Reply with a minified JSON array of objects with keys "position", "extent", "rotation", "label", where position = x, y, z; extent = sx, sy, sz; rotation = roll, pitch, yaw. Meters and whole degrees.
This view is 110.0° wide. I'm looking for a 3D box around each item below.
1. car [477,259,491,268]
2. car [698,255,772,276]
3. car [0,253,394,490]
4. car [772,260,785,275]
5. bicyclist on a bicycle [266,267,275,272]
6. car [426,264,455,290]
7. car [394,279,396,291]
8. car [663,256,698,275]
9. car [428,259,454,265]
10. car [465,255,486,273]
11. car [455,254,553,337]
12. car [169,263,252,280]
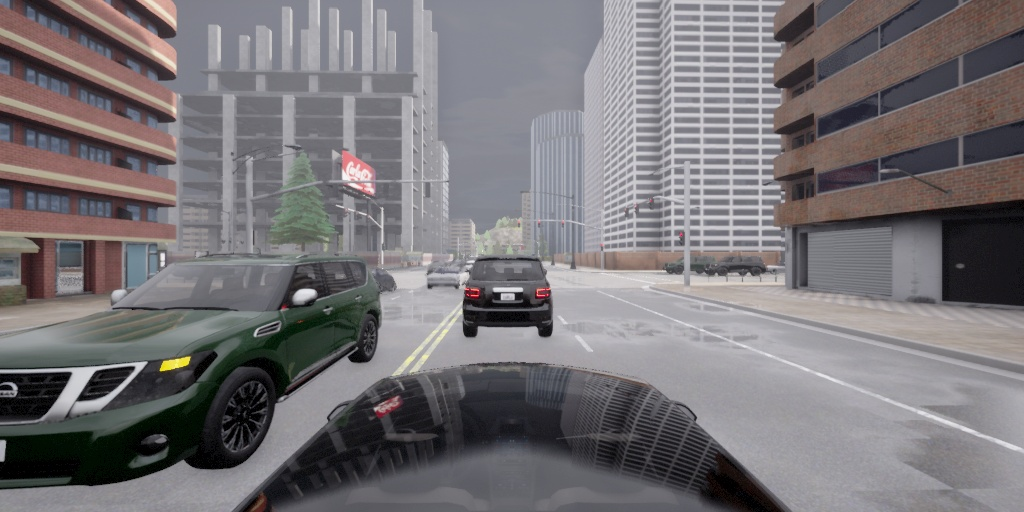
[{"position":[-4.773,1.287,61.061],"extent":[2.033,1.411,5.357],"rotation":[0,0,-1],"label":"car"},{"position":[22.003,0.966,35.555],"extent":[5.566,2.045,2.150],"rotation":[0,0,-2],"label":"car"},{"position":[-3.675,0.971,5.191],"extent":[2.150,2.045,5.566],"rotation":[0,0,-2],"label":"car"},{"position":[29.523,1.345,39.234],"extent":[4.718,1.301,1.895],"rotation":[0,0,-1],"label":"car"},{"position":[-28.696,1.044,42.535],"extent":[0.582,1.620,1.656],"rotation":[0,0,-1],"label":"bicyclist on a bicycle"},{"position":[-4.006,1.347,22.380],"extent":[1.895,1.301,4.718],"rotation":[0,0,-1],"label":"car"},{"position":[-7.424,1.311,18.324],"extent":[1.994,1.385,4.181],"rotation":[0,0,-1],"label":"car"},{"position":[19.393,0.966,38.985],"extent":[5.566,2.045,2.150],"rotation":[0,0,-1],"label":"car"},{"position":[-7.840,1.250,38.741],"extent":[1.837,1.490,4.892],"rotation":[0,0,-1],"label":"car"},{"position":[-4.451,0.965,44.547],"extent":[2.150,2.045,5.566],"rotation":[0,0,-1],"label":"car"},{"position":[-0.118,0.970,10.407],"extent":[2.150,2.045,5.566],"rotation":[0,0,-1],"label":"car"},{"position":[-25.618,1.292,30.627],"extent":[5.357,1.411,2.033],"rotation":[0,0,-1],"label":"car"}]
